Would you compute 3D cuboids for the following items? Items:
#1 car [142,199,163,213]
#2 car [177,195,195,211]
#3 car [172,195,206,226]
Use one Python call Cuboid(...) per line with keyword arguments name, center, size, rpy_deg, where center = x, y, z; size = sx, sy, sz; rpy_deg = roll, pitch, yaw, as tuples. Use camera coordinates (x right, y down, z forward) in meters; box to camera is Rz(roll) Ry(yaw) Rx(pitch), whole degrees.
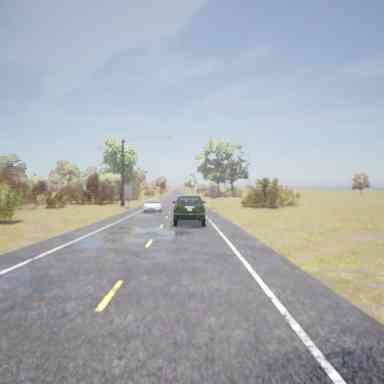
Cuboid(name="car", center=(-4.194, 1.506, 36.110), size=(1.812, 1.442, 4.674), rpy_deg=(0, 0, -2))
Cuboid(name="car", center=(-0.822, 1.320, 41.779), size=(2.097, 1.767, 4.553), rpy_deg=(0, 0, -2))
Cuboid(name="car", center=(-0.216, 1.213, 23.753), size=(2.150, 2.045, 5.566), rpy_deg=(0, 0, -1))
